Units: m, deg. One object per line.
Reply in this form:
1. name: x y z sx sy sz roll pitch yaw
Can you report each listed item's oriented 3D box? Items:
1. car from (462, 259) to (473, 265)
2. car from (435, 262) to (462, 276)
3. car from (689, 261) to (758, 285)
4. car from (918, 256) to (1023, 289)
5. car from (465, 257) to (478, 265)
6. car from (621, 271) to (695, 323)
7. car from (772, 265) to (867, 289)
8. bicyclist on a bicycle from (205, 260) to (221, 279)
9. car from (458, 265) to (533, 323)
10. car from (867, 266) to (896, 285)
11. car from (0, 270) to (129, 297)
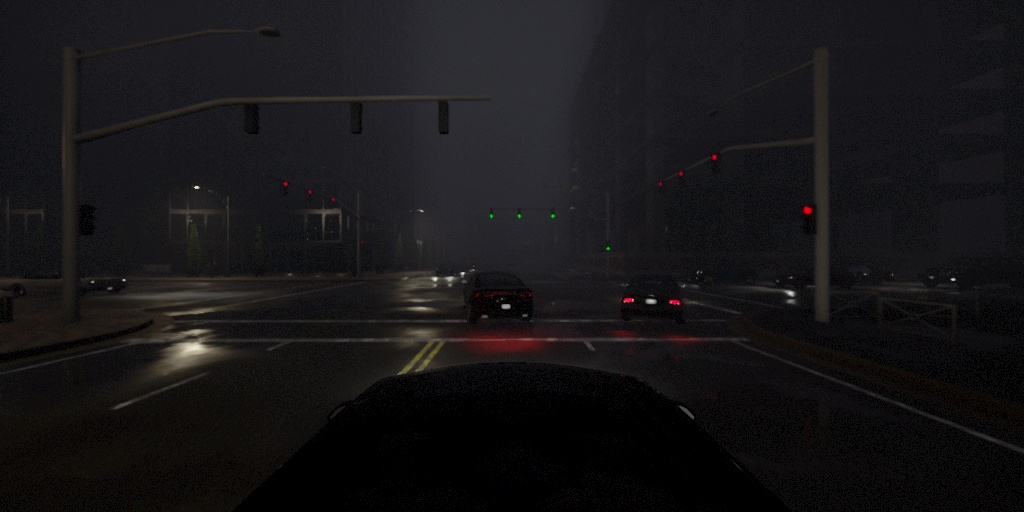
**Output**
1. car: -7.139 1.510 50.203 2.033 1.411 5.357 0 0 0
2. car: -7.139 1.394 39.691 1.882 1.535 5.008 0 0 0
3. car: 15.201 1.152 26.238 4.553 1.767 2.097 0 0 0
4. car: 29.395 1.006 22.783 5.566 2.045 2.150 0 0 0
5. car: -7.073 1.231 60.835 2.150 2.045 5.566 0 0 0
6. car: 4.909 1.321 12.368 2.033 1.411 5.357 0 0 24
7. car: 19.130 1.310 22.715 4.674 1.442 1.812 0 0 0
8. bicyclist on a bicycle: -25.442 1.124 30.492 0.582 1.620 1.656 0 0 0
9. car: -0.678 1.254 12.480 1.882 1.535 5.008 0 0 -12
10. car: 24.669 1.347 26.262 5.357 1.411 2.033 0 0 0
11. car: -22.968 1.371 18.530 4.718 1.301 1.895 0 0 0
